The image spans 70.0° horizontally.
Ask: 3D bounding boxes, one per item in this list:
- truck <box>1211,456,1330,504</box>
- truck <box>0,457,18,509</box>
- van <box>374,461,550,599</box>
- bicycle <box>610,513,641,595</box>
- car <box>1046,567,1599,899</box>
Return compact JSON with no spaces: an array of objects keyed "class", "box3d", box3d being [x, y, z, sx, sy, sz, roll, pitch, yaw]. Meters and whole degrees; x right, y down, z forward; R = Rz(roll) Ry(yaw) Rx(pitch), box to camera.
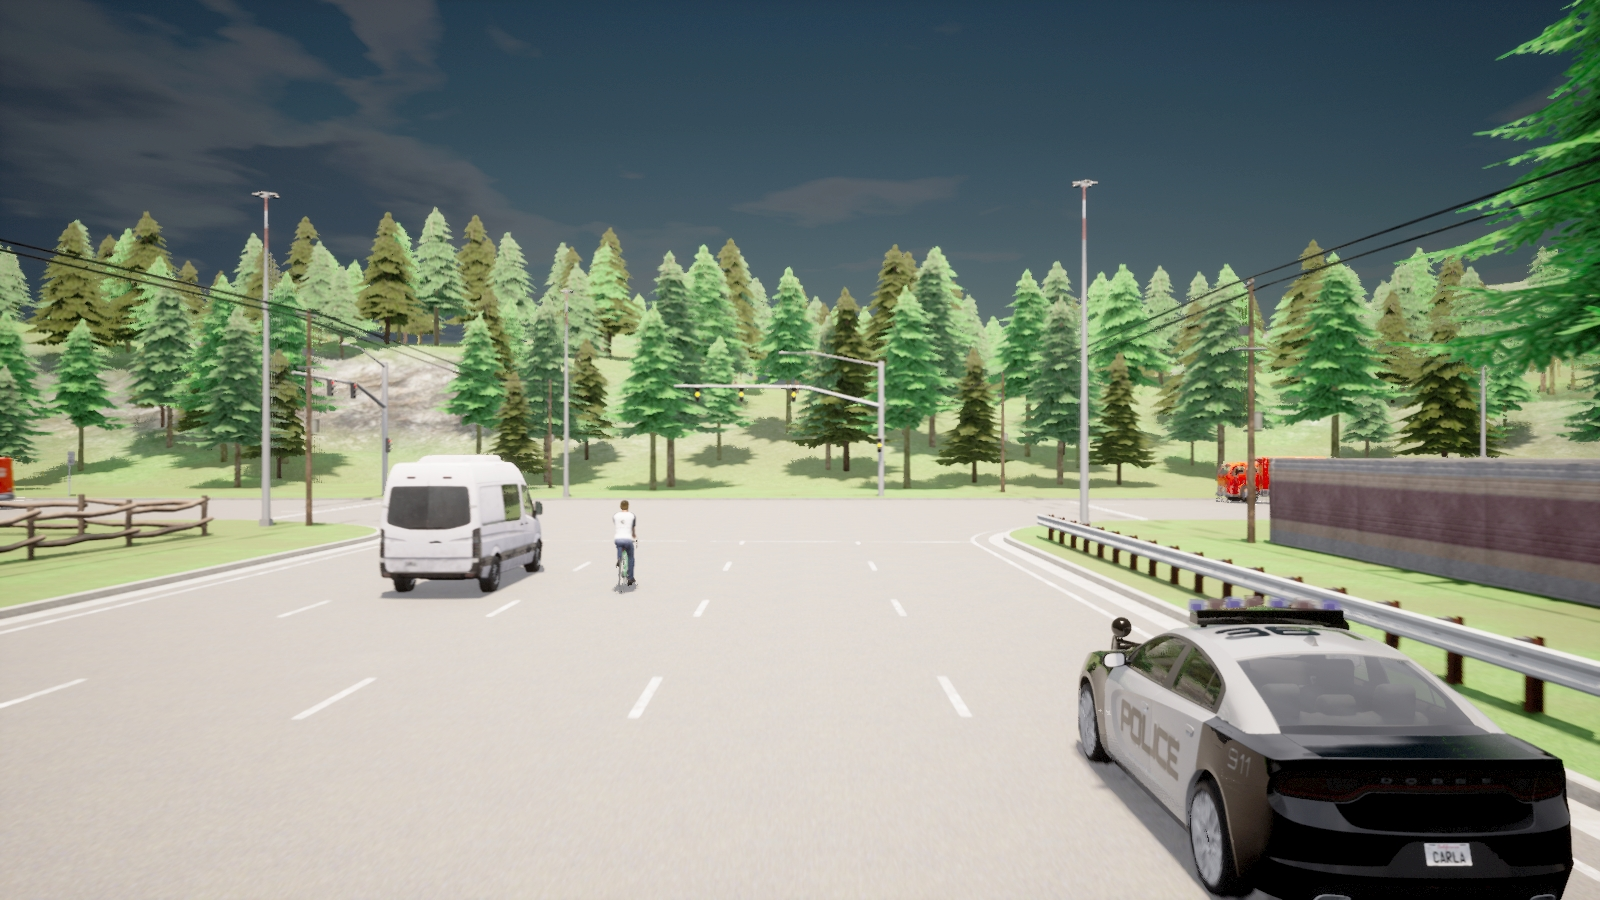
[{"class":"truck","box3d":[24.826,1.565,60.408,5.204,2.467,2.627,0,0,0]},{"class":"truck","box3d":[-40.327,1.568,53.810,5.204,2.467,2.627,0,0,1]},{"class":"van","box3d":[-6.993,1.533,24.394,1.988,2.561,5.915,0,0,0]},{"class":"bicycle","box3d":[-3.498,2.056,22.959,0.373,1.496,1.643,0,0,0]},{"class":"car","box3d":[3.501,1.982,8.758,2.097,1.638,5.238,0,0,0]}]
